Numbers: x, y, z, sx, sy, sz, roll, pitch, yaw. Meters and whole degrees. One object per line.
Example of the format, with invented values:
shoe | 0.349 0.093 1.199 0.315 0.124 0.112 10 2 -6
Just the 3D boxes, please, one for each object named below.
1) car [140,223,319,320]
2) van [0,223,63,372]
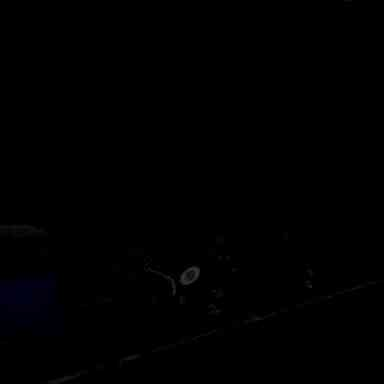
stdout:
car | 0.904 1.462 7.304 4.097 1.590 1.967 0 0 -36
van | -3.680 1.338 4.025 3.998 1.788 1.690 0 0 -36
